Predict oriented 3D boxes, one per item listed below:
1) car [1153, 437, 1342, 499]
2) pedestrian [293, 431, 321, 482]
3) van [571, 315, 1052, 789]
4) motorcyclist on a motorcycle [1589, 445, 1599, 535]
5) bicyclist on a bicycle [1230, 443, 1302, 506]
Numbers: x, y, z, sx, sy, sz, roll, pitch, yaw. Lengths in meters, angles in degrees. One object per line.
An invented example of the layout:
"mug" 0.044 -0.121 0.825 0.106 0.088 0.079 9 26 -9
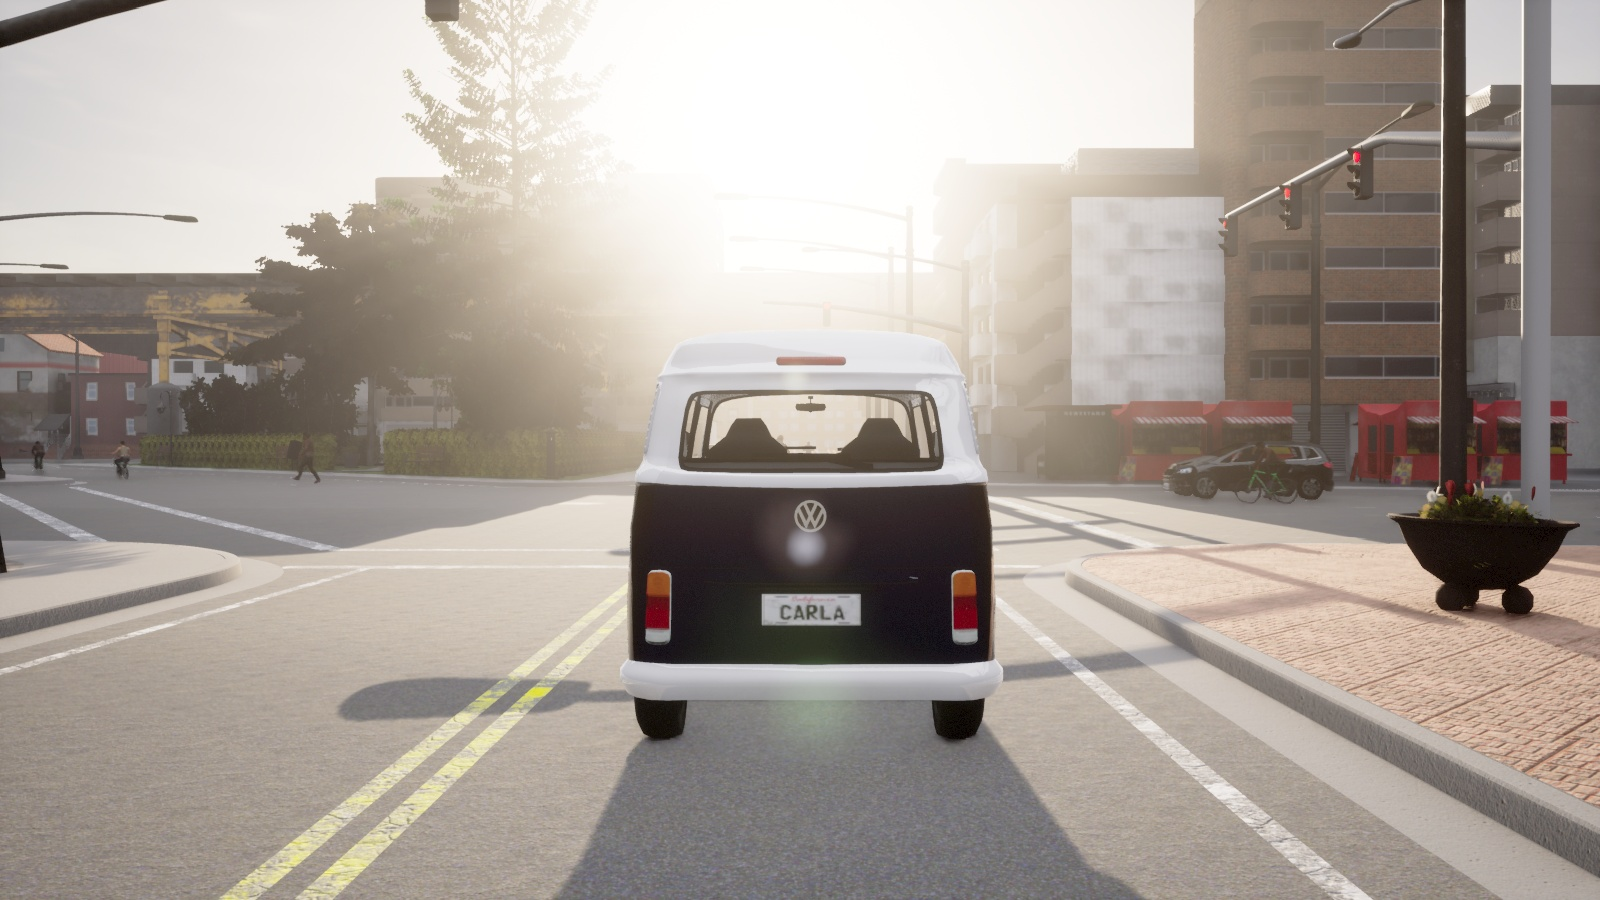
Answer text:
"car" 12.784 0.500 36.080 4.611 1.667 2.242 1 0 0
"pedestrian" -17.402 0.229 44.357 0.869 1.805 0.328 0 0 -7
"van" 0.066 0.427 7.651 2.069 2.038 4.480 0 0 0
"motorcyclist on a motorcycle" 15.069 0.722 22.085 1.817 1.590 0.866 1 0 0
"bicyclist on a bicycle" 12.083 0.622 32.582 1.656 1.620 0.582 0 0 0
